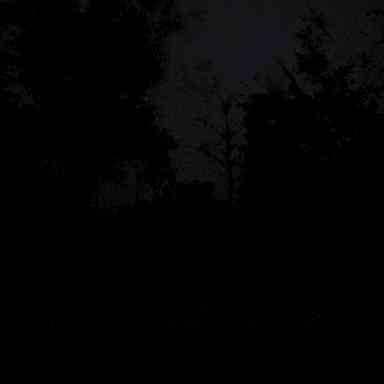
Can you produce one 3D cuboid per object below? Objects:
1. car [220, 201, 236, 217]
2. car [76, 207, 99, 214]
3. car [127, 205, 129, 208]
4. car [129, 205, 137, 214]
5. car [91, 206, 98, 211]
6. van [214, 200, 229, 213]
[{"bbox_3d":[6.055,2.032,36.900,5.366,1.575,1.946,0,-2,-36],"label":"car"},{"bbox_3d":[-25.569,4.473,81.060,4.892,1.521,2.231,0,-3,-36],"label":"car"},{"bbox_3d":[-9.555,3.010,58.613,4.553,1.767,2.185,0,-3,-36],"label":"car"},{"bbox_3d":[-7.650,3.025,56.074,4.674,1.452,2.002,0,-3,-36],"label":"car"},{"bbox_3d":[-23.667,4.353,78.396,4.674,1.452,2.002,0,-3,-36],"label":"car"},{"bbox_3d":[4.652,1.897,39.341,4.442,1.987,1.878,0,-2,-36],"label":"van"}]
